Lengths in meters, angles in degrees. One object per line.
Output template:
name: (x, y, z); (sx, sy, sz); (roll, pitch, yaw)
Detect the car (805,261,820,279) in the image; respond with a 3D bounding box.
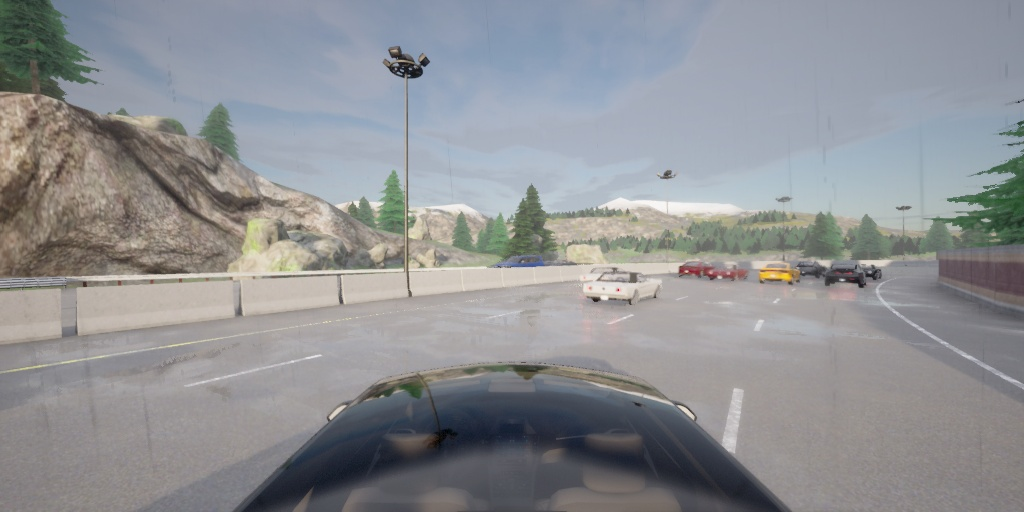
car: (27.658, 1.241, 33.234); (4.902, 1.511, 2.128); (0, 0, -39)

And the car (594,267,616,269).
car: (6.269, 1.350, 22.655); (1.895, 1.301, 4.718); (0, 0, 42)

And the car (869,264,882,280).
car: (30.412, 1.351, 30.979); (4.718, 1.301, 1.895); (0, 0, -39)

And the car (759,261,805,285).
car: (19.726, 1.228, 26.350); (5.008, 1.535, 1.882); (0, 0, -44)

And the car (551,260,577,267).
car: (6.624, 1.242, 47.810); (4.902, 1.511, 2.128); (0, 0, -41)

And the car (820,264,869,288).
car: (22.479, 1.255, 24.139); (4.892, 1.490, 1.837); (0, 0, -43)

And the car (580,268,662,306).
car: (5.079, 1.351, 15.908); (1.895, 1.301, 4.718); (0, 0, 39)

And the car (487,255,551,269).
car: (0.704, 0.971, 32.403); (2.150, 2.045, 5.566); (0, 0, 43)

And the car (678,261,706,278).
car: (17.480, 1.228, 33.789); (5.008, 1.535, 1.882); (0, 0, -42)

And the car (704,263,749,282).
car: (17.783, 1.351, 29.371); (4.718, 1.301, 1.895); (0, 0, -43)

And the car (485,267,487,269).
car: (-0.597, 1.241, 36.072); (2.128, 1.511, 4.902); (0, 0, 44)
